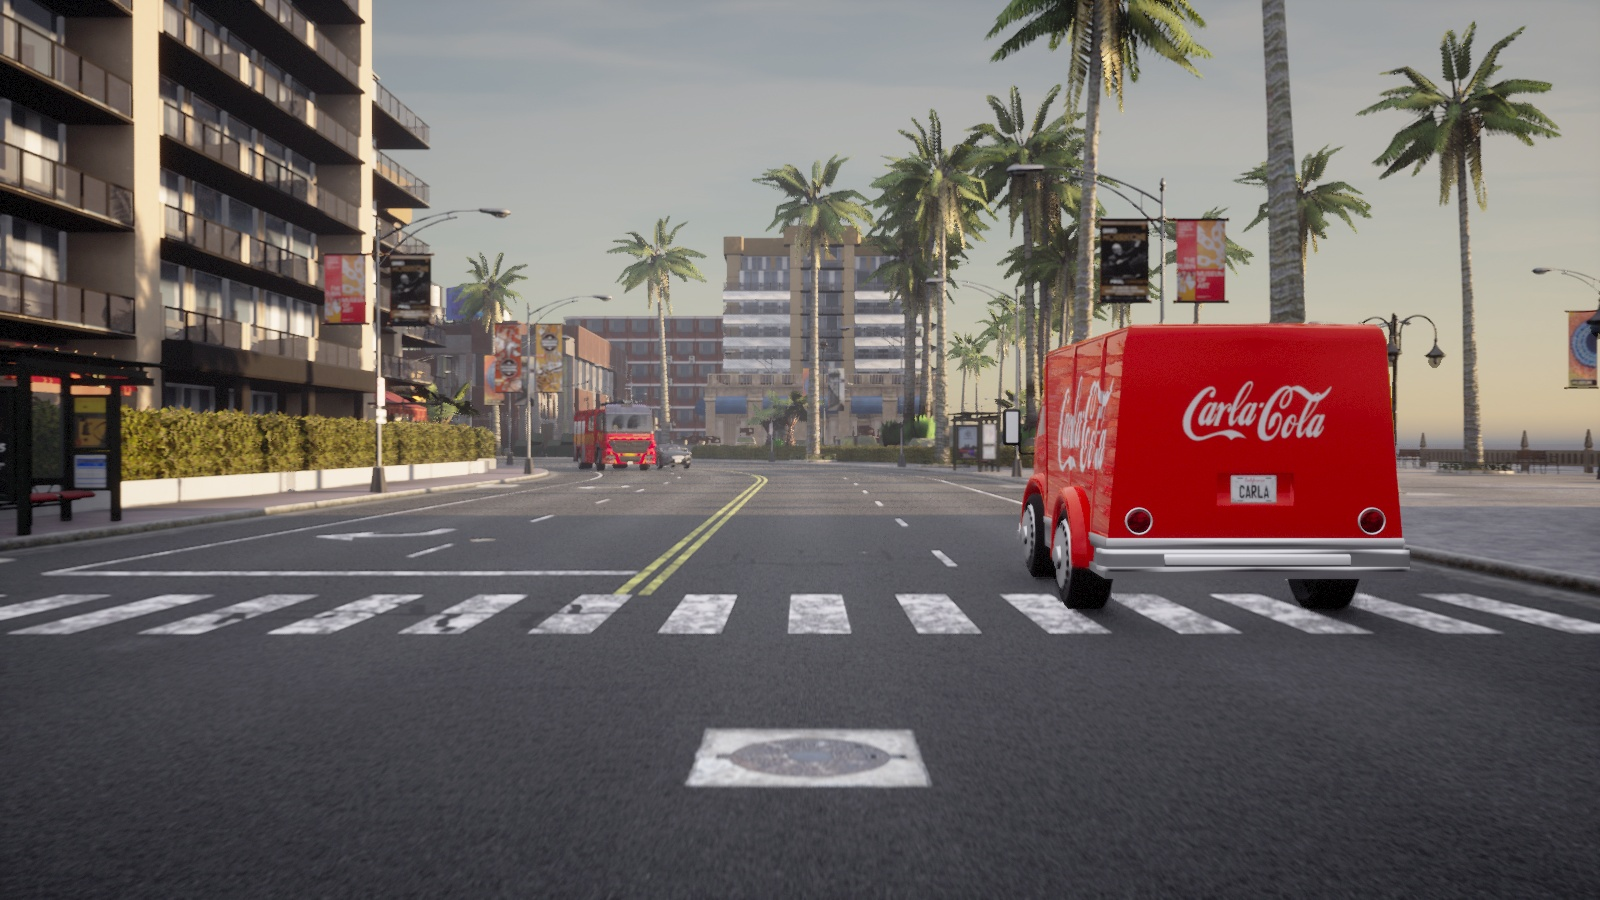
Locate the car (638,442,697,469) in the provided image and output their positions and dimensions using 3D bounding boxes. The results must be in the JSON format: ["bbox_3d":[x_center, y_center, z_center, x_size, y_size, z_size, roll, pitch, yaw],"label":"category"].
[{"bbox_3d":[-7.716,0.288,72.721,2.128,1.511,4.902,0,0,-22],"label":"car"}]

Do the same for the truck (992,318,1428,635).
[{"bbox_3d":[3.592,0.193,12.400,2.627,2.467,5.204,0,0,0],"label":"truck"}]

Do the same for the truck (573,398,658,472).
[{"bbox_3d":[-10.348,-0.818,69.727,2.891,3.827,8.468,0,0,-21],"label":"truck"}]
